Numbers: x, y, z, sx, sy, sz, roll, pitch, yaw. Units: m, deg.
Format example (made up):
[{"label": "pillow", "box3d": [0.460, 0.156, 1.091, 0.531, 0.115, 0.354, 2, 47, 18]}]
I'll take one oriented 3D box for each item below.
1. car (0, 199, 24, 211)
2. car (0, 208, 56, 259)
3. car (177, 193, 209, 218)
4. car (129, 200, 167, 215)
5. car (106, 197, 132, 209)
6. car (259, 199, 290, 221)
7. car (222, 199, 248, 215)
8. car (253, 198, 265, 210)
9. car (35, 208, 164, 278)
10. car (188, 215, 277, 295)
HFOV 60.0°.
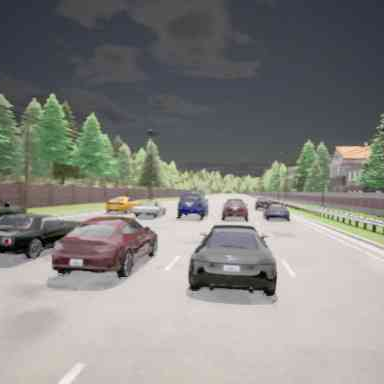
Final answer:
[{"label": "car", "box3d": [-8.914, 0.955, 13.246, 2.150, 2.045, 5.566, 1, 0, 8]}, {"label": "car", "box3d": [-5.581, 1.422, 11.845, 1.895, 1.301, 4.718, 1, 0, 8]}, {"label": "car", "box3d": [0.144, 1.131, 28.275, 2.150, 2.045, 5.566, 1, 0, 8]}, {"label": "car", "box3d": [-3.439, 1.422, 27.948, 1.895, 1.301, 4.718, 1, 0, 8]}, {"label": "car", "box3d": [-6.497, 1.211, 31.457, 1.882, 1.535, 5.008, 1, 0, 8]}, {"label": "car", "box3d": [7.222, 1.650, 28.780, 1.994, 1.385, 4.181, 1, 0, 8]}, {"label": "car", "box3d": [3.660, 1.350, 28.200, 2.097, 1.767, 4.553, 1, 0, 8]}, {"label": "car", "box3d": [9.219, 1.593, 43.785, 1.837, 1.490, 4.892, 1, 1, 8]}, {"label": "car", "box3d": [-2.329, 1.434, 9.826, 1.812, 1.442, 4.674, 1, 0, 7]}, {"label": "car", "box3d": [1.093, 1.561, 8.924, 1.994, 1.385, 4.181, 1, 0, 8]}]
